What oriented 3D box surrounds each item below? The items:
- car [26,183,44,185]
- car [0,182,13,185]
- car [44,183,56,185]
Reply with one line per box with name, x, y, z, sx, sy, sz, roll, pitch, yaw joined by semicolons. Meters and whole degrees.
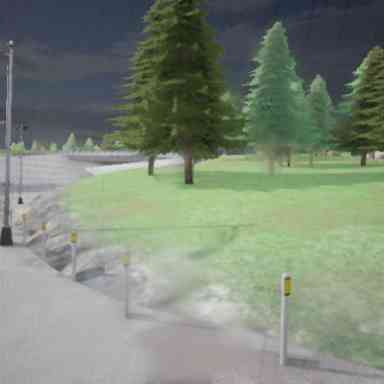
car;-34.240;-1.100;70.106;1.895;1.301;4.718;3;1;14
car;-41.001;-1.474;71.883;2.128;1.511;4.902;3;1;14
car;-37.033;-1.645;87.210;1.994;1.385;4.181;3;1;14
